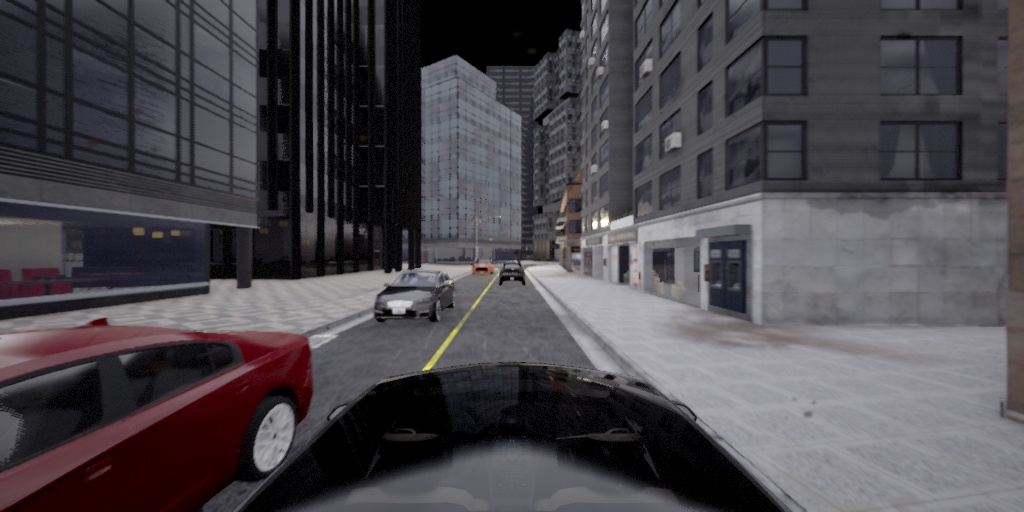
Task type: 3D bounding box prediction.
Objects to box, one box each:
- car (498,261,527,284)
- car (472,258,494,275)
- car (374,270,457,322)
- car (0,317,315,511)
[{"bbox_3d":[0.028,1.224,26.242,1.837,1.490,4.892,0,1,1],"label":"car"},{"bbox_3d":[-3.021,1.042,38.205,2.097,1.767,4.553,0,0,0],"label":"car"},{"bbox_3d":[-3.087,1.237,12.264,2.128,1.511,4.902,0,0,0],"label":"car"},{"bbox_3d":[-3.091,1.228,1.850,1.882,1.535,5.008,0,0,0],"label":"car"}]
